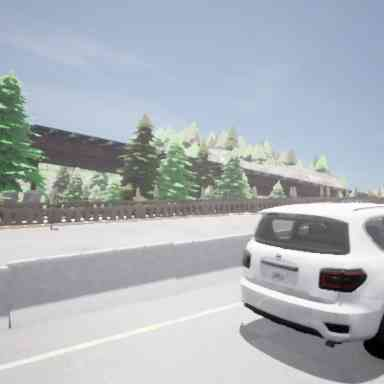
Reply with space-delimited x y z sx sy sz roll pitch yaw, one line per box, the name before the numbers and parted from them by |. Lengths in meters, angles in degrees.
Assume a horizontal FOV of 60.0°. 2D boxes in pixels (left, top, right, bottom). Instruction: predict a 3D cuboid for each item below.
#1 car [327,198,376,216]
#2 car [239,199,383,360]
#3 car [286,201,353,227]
car | 15.428 1.413 32.072 4.902 1.511 2.128 0 0 -35
car | 3.365 1.215 6.119 5.566 2.045 2.150 0 0 -35
car | 8.954 1.430 23.196 5.008 1.535 1.882 0 0 -35
